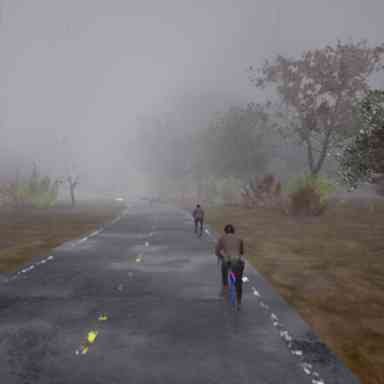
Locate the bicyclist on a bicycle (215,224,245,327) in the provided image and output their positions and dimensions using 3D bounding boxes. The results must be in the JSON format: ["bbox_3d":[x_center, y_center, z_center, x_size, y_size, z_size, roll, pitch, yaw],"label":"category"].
[{"bbox_3d":[0.702,1.426,6.029,0.582,1.620,1.656,0,0,-1],"label":"bicyclist on a bicycle"}]

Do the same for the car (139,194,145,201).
[{"bbox_3d":[-10.470,1.219,73.158,1.882,1.535,5.008,0,0,-16],"label":"car"}]

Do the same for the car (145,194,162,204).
[{"bbox_3d":[-6.368,1.140,57.211,2.097,1.767,4.553,0,0,-12],"label":"car"}]

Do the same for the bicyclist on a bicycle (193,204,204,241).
[{"bbox_3d":[0.312,1.390,15.104,0.582,1.620,1.656,0,0,-3],"label":"bicyclist on a bicycle"}]
